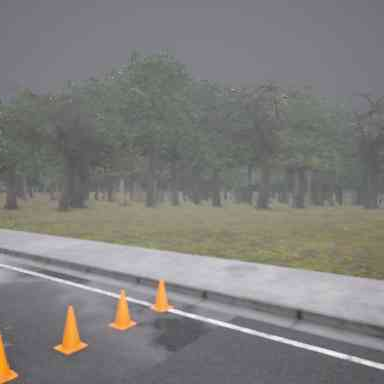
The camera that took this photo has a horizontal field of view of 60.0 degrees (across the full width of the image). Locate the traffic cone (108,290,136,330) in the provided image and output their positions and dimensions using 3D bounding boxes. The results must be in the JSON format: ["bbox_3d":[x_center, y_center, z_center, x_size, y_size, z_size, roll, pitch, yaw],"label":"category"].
[{"bbox_3d":[-1.179,1.959,5.643,0.340,0.580,0.340,0,0,36],"label":"traffic cone"}]

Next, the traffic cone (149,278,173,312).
[{"bbox_3d":[-0.598,1.960,6.457,0.340,0.580,0.340,0,0,36],"label":"traffic cone"}]

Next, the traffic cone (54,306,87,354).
[{"bbox_3d":[-1.762,1.958,4.830,0.340,0.580,0.340,0,0,36],"label":"traffic cone"}]

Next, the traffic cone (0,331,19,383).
[{"bbox_3d":[-2.343,1.957,4.017,0.340,0.580,0.340,0,0,36],"label":"traffic cone"}]
